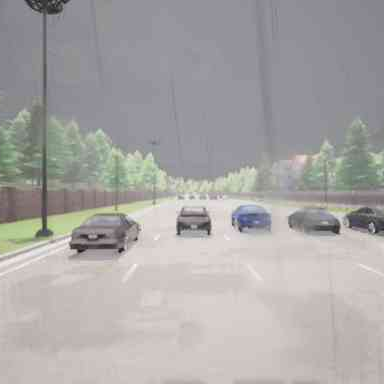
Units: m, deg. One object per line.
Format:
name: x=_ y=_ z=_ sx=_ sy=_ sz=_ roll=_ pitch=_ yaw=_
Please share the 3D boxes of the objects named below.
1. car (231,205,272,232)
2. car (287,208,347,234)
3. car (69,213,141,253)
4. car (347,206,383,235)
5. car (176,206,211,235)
car: x=3.597 y=1.531 z=20.805 sx=1.882 sy=1.535 sz=5.008 roll=0 pitch=0 yaw=0
car: x=7.096 y=1.615 z=19.746 sx=1.994 sy=1.385 sz=4.181 roll=0 pitch=0 yaw=0
car: x=-3.403 y=1.583 z=13.905 sx=2.033 sy=1.411 sz=5.357 roll=0 pitch=0 yaw=0
car: x=10.596 y=1.555 z=19.292 sx=1.837 sy=1.490 sz=4.892 roll=0 pitch=0 yaw=0
car: x=0.096 y=1.541 z=19.224 sx=2.128 sy=1.511 sz=4.902 roll=0 pitch=0 yaw=0
